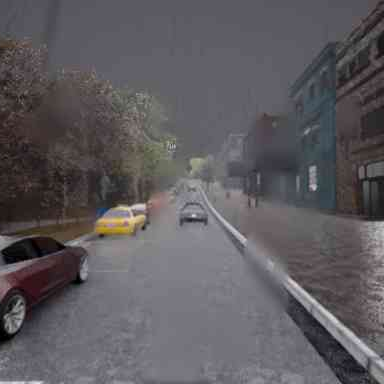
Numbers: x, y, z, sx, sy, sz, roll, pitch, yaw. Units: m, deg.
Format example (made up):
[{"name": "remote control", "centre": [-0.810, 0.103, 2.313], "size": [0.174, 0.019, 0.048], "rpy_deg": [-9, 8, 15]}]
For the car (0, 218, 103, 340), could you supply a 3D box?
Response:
[{"name": "car", "centre": [-3.660, 1.537, 6.633], "size": [2.163, 1.488, 4.792], "rpy_deg": [-1, 0, 2]}]

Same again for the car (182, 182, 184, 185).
[{"name": "car", "centre": [-3.634, -0.782, 76.291], "size": [2.231, 1.521, 4.892], "rpy_deg": [0, 4, 2]}]

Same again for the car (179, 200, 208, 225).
[{"name": "car", "centre": [0.078, 1.522, 23.927], "size": [1.994, 1.385, 4.181], "rpy_deg": [0, 0, -1]}]

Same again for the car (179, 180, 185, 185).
[{"name": "car", "centre": [-3.623, -1.493, 87.603], "size": [1.946, 1.575, 5.366], "rpy_deg": [0, 4, 2]}]

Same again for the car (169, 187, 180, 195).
[{"name": "car", "centre": [-3.620, 0.554, 54.026], "size": [2.231, 1.521, 4.892], "rpy_deg": [1, 3, 2]}]

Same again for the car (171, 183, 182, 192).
[{"name": "car", "centre": [-3.638, -0.218, 65.138], "size": [2.185, 1.767, 4.553], "rpy_deg": [0, 4, 2]}]

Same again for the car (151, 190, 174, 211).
[{"name": "car", "centre": [-3.618, 1.081, 37.274], "size": [2.185, 1.767, 4.553], "rpy_deg": [2, 2, 2]}]

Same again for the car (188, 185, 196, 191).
[{"name": "car", "centre": [0.020, -0.824, 77.650], "size": [1.812, 1.442, 4.674], "rpy_deg": [0, 4, 0]}]

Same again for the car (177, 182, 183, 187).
[{"name": "car", "centre": [-3.636, -0.562, 70.698], "size": [2.185, 1.767, 4.553], "rpy_deg": [0, 4, 2]}]

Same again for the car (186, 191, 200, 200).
[{"name": "car", "centre": [0.112, 1.068, 43.760], "size": [2.033, 1.411, 5.357], "rpy_deg": [0, 2, 0]}]

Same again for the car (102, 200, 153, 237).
[{"name": "car", "centre": [-3.640, 1.457, 17.881], "size": [1.946, 1.575, 5.366], "rpy_deg": [0, 1, 2]}]

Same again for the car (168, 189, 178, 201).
[{"name": "car", "centre": [-3.618, 0.807, 48.293], "size": [1.946, 1.575, 5.366], "rpy_deg": [1, 3, 2]}]

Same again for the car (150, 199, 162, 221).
[{"name": "car", "centre": [-3.645, 1.477, 24.018], "size": [2.002, 1.452, 4.674], "rpy_deg": [0, 0, 2]}]
